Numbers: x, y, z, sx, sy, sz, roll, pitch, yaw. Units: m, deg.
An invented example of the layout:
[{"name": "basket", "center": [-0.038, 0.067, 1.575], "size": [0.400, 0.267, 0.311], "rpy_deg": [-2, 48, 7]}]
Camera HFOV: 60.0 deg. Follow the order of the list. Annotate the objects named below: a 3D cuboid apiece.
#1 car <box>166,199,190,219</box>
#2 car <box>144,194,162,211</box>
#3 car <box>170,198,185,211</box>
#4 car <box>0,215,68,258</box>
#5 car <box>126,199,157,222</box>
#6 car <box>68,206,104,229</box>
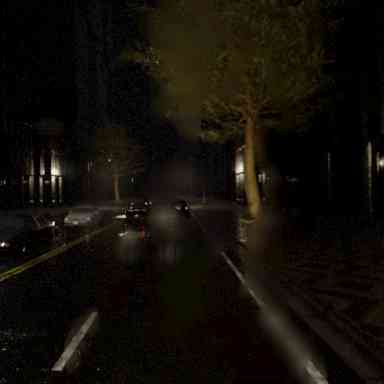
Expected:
[{"name": "car", "center": [-1.320, 1.479, 31.172], "size": [2.097, 1.767, 4.553], "rpy_deg": [-1, 0, -2]}, {"name": "car", "center": [-5.137, 1.450, 43.378], "size": [2.150, 2.045, 5.566], "rpy_deg": [-1, 0, -2]}, {"name": "car", "center": [-1.916, 1.660, 44.304], "size": [1.882, 1.535, 5.008], "rpy_deg": [-1, 0, -2]}, {"name": "car", "center": [-7.163, 1.699, 13.737], "size": [2.033, 1.411, 5.357], "rpy_deg": [-1, 0, -3]}, {"name": "car", "center": [-4.433, 1.655, 28.425], "size": [2.128, 1.511, 4.902], "rpy_deg": [-1, 0, -2]}, {"name": "car", "center": [-7.579, 1.718, 23.701], "size": [1.812, 1.442, 4.674], "rpy_deg": [-1, 0, -2]}]
